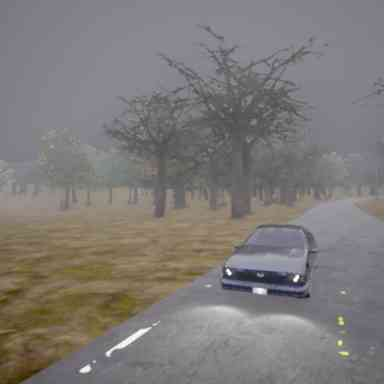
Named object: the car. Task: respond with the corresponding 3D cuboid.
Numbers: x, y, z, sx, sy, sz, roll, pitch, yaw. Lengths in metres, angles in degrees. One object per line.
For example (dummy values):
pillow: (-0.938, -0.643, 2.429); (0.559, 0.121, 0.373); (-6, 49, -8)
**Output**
car: (2.419, 1.607, 9.086); (2.033, 1.411, 5.357); (0, 0, 24)
